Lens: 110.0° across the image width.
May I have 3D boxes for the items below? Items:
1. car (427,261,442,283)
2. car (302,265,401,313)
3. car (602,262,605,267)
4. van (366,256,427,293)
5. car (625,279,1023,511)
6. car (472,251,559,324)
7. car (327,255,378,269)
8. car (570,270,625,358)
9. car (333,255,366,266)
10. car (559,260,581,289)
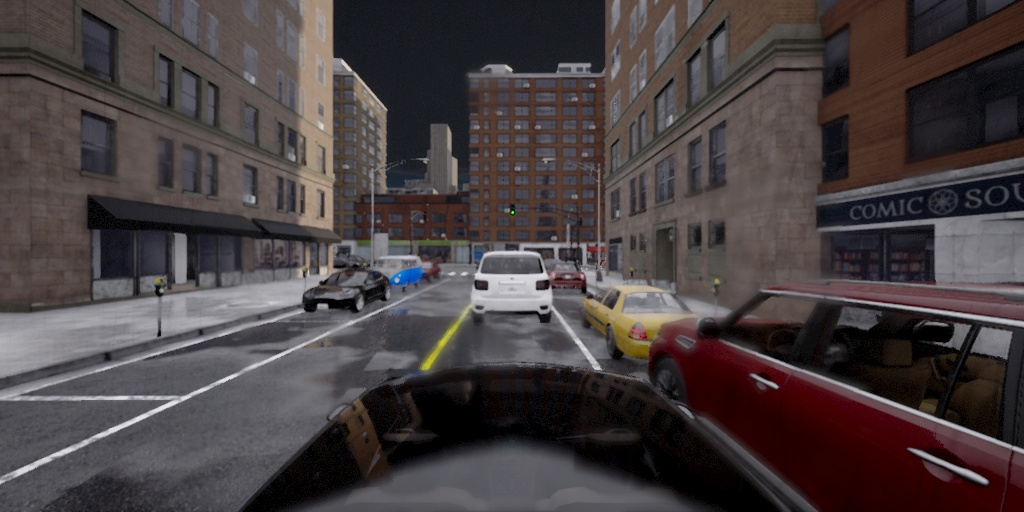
[{"bbox_3d":[-5.917,1.022,24.282,1.888,1.381,4.507,0,0,0],"label":"car"},{"bbox_3d":[-5.887,1.174,13.318,1.948,1.339,4.313,0,0,0],"label":"car"},{"bbox_3d":[12.029,0.729,37.088,4.553,1.767,2.097,1,0,-1],"label":"car"},{"bbox_3d":[-5.902,0.883,18.800,1.690,1.789,3.998,0,0,0],"label":"van"},{"bbox_3d":[2.668,1.056,2.374,2.192,1.841,5.009,0,0,0],"label":"car"},{"bbox_3d":[-0.013,0.852,11.536,2.150,2.045,5.566,0,1,0],"label":"car"},{"bbox_3d":[-17.897,0.645,40.395,4.892,1.490,1.837,0,0,0],"label":"car"},{"bbox_3d":[2.653,1.199,8.027,1.751,1.417,4.829,0,0,0],"label":"car"},{"bbox_3d":[-18.088,0.694,37.145,5.357,1.411,2.033,0,0,0],"label":"car"},{"bbox_3d":[2.623,0.982,18.821,1.967,1.591,4.097,0,0,0],"label":"car"}]
